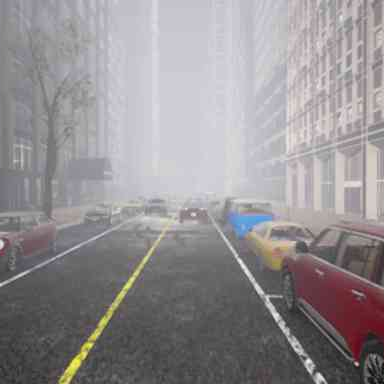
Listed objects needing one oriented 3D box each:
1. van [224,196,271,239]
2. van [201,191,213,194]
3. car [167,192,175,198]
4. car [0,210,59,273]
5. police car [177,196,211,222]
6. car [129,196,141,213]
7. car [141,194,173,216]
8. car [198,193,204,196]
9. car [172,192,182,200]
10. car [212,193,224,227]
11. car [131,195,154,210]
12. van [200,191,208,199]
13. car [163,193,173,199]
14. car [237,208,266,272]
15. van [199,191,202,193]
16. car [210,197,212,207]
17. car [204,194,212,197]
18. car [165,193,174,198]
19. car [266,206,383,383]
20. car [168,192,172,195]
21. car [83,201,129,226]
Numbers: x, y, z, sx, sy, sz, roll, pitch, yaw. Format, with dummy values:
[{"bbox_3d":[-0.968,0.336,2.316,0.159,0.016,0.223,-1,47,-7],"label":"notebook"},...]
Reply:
[{"bbox_3d":[2.696,1.225,15.837,1.690,1.788,3.998,0,0,0],"label":"van"},{"bbox_3d":[2.717,0.949,50.029,1.690,1.788,3.998,0,1,0],"label":"van"},{"bbox_3d":[-5.641,0.795,89.923,2.008,1.369,4.403,0,1,0],"label":"car"},{"bbox_3d":[-5.687,1.366,10.148,1.967,1.590,4.097,0,0,0],"label":"car"},{"bbox_3d":[0.114,1.323,24.713,2.038,1.542,4.974,0,1,0],"label":"police car"},{"bbox_3d":[-5.674,1.279,32.771,1.752,1.417,4.829,0,0,0],"label":"car"},{"bbox_3d":[-3.081,1.253,30.005,1.882,1.535,5.008,0,0,0],"label":"car"},{"bbox_3d":[0.125,1.241,42.092,1.994,1.385,4.181,0,1,0],"label":"car"},{"bbox_3d":[-2.961,0.910,70.339,2.128,1.511,4.902,0,1,0],"label":"car"},{"bbox_3d":[2.700,1.156,21.536,2.192,1.841,5.009,0,0,0],"label":"car"},{"bbox_3d":[-5.671,1.146,38.641,1.967,1.590,4.097,0,0,0],"label":"car"},{"bbox_3d":[2.733,0.693,78.520,1.690,1.788,3.998,0,1,0],"label":"van"},{"bbox_3d":[-5.648,0.897,78.527,1.887,1.381,4.507,0,1,0],"label":"car"},{"bbox_3d":[2.694,1.450,10.311,1.752,1.417,4.829,0,0,0],"label":"car"},{"bbox_3d":[2.730,0.745,72.821,1.690,1.788,3.998,0,1,0],"label":"van"},{"bbox_3d":[2.704,1.321,27.406,1.752,1.417,4.829,0,0,0],"label":"car"},{"bbox_3d":[2.710,1.256,38.635,2.008,1.369,4.403,0,0,0],"label":"car"},{"bbox_3d":[-5.644,0.881,84.226,1.802,1.307,4.206,0,1,0],"label":"car"},{"bbox_3d":[2.690,1.282,4.441,2.192,1.841,5.009,0,0,0],"label":"car"},{"bbox_3d":[-5.654,1.038,67.131,1.802,1.307,4.206,0,1,0],"label":"car"},{"bbox_3d":[-5.681,1.391,21.545,2.008,1.369,4.403,0,0,0],"label":"car"}]
